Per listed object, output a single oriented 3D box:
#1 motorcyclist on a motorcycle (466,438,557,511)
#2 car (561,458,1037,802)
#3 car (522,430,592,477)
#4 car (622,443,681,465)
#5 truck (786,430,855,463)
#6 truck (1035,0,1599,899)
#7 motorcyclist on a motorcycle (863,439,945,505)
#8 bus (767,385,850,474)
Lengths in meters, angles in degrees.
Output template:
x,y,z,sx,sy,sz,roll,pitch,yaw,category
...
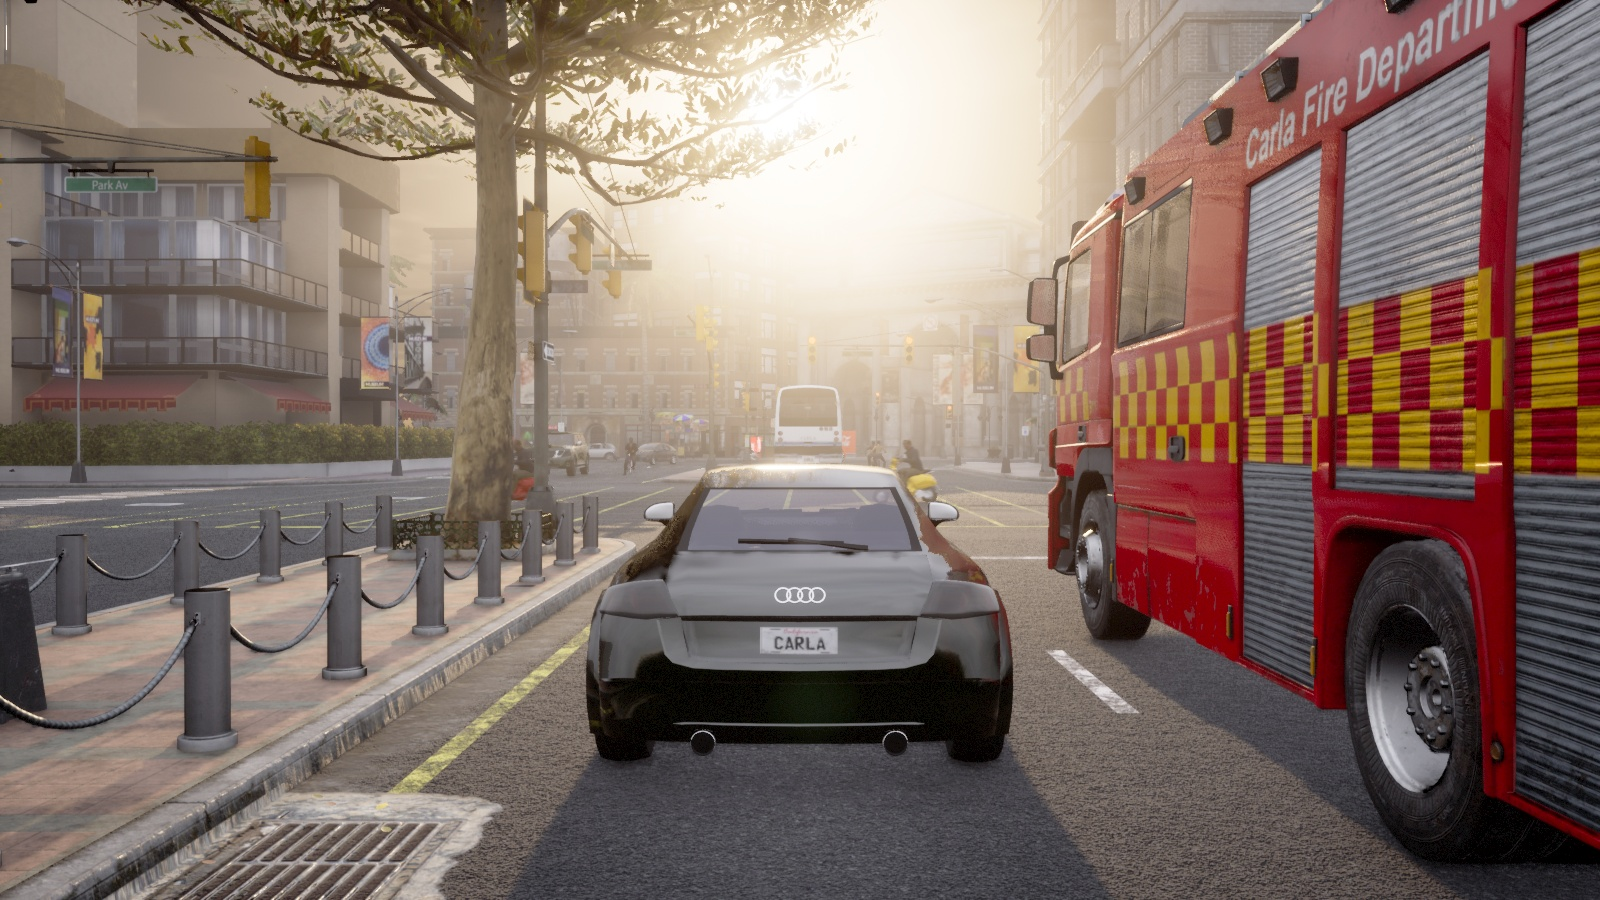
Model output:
x,y,z,sx,sy,sz,roll,pitch,yaw,category
-6.582,0.533,28.695,1.817,1.590,0.866,0,1,-42,motorcyclist on a motorcycle
0.005,0.769,7.352,1.994,1.385,4.181,0,0,0,car
-11.115,0.130,57.873,2.150,2.045,5.566,0,0,0,car
-10.074,0.261,85.415,1.837,1.490,4.892,0,0,22,car
1.590,-0.279,95.843,5.204,2.467,2.627,0,0,1,truck
3.562,-0.456,7.201,2.891,3.827,8.468,0,0,0,truck
2.552,0.527,30.953,1.817,1.590,0.866,0,1,-20,motorcyclist on a motorcycle
0.433,-0.997,65.120,3.944,4.253,10.273,0,0,0,bus
